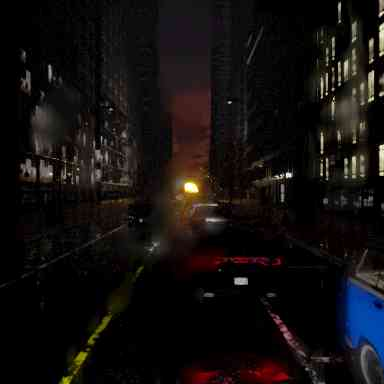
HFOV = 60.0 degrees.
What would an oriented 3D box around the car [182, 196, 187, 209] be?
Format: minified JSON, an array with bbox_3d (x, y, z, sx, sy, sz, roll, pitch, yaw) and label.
[{"bbox_3d":[-0.008,1.515,46.166,1.812,1.442,4.674,0,0,1],"label":"car"}]

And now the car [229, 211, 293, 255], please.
[{"bbox_3d":[2.684,1.582,13.919,1.802,1.307,4.206,0,0,0],"label":"car"}]

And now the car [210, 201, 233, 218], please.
[{"bbox_3d":[2.676,1.581,30.997,1.802,1.307,4.206,0,0,0],"label":"car"}]

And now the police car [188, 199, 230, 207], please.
[{"bbox_3d":[0.891,1.425,18.663,1.930,1.638,5.238,0,0,0],"label":"police car"}]

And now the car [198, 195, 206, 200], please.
[{"bbox_3d":[2.649,1.462,87.921,1.887,1.381,4.507,0,0,0],"label":"car"}]

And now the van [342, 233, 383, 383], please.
[{"bbox_3d":[2.689,1.341,2.535,1.690,1.788,3.998,0,0,0],"label":"van"}]

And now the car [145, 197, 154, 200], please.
[{"bbox_3d":[-5.708,1.548,36.689,2.008,1.369,4.403,0,0,0],"label":"car"}]

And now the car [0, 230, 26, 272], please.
[{"bbox_3d":[-5.695,1.582,8.225,1.802,1.307,4.206,0,0,0],"label":"car"}]

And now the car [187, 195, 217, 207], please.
[{"bbox_3d":[0.888,1.224,24.583,2.150,2.045,5.566,0,0,0],"label":"car"}]

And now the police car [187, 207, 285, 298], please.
[{"bbox_3d":[0.896,1.425,8.663,1.930,1.638,5.238,0,0,0],"label":"police car"}]

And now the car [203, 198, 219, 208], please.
[{"bbox_3d":[2.668,1.538,48.074,2.008,1.369,4.403,0,0,0],"label":"car"}]

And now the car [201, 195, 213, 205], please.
[{"bbox_3d":[2.662,1.410,59.459,1.967,1.590,4.097,0,0,0],"label":"car"}]

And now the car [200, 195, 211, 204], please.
[{"bbox_3d":[2.660,1.401,65.151,1.967,1.590,4.097,0,0,0],"label":"car"}]

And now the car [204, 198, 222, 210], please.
[{"bbox_3d":[2.670,1.544,42.382,2.008,1.369,4.403,0,0,0],"label":"car"}]

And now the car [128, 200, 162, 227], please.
[{"bbox_3d":[-3.111,1.504,22.723,1.837,1.490,4.892,0,0,0],"label":"car"}]

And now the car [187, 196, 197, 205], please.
[{"bbox_3d":[-0.029,1.474,60.127,1.837,1.490,4.892,0,0,0],"label":"car"}]

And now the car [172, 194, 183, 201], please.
[{"bbox_3d":[-3.040,1.283,81.887,2.097,1.767,4.553,0,0,0],"label":"car"}]

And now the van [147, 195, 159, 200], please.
[{"bbox_3d":[-5.713,1.328,48.074,1.690,1.788,3.998,0,0,0],"label":"van"}]
